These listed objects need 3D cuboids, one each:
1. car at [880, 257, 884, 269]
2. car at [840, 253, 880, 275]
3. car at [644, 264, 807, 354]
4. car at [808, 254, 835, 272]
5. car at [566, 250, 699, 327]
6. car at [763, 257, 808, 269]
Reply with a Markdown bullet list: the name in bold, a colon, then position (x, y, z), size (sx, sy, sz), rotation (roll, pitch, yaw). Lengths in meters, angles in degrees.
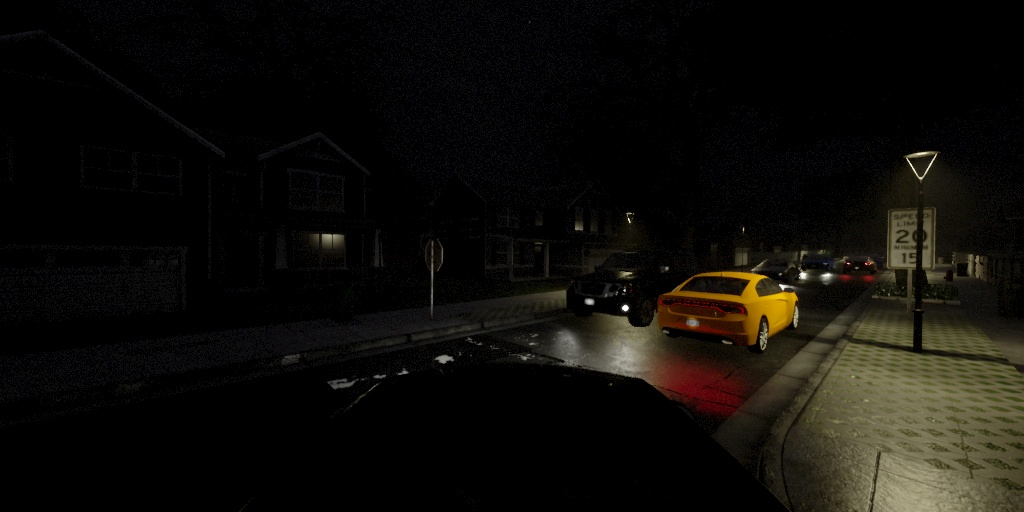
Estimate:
- **car**: position (36.605, 0.478, 36.756), size (5.008, 1.535, 1.882), rotation (-1, 2, -41)
- **car**: position (28.967, 0.710, 29.835), size (4.674, 1.442, 1.812), rotation (-1, 2, -41)
- **car**: position (5.385, 1.125, 8.685), size (5.008, 1.535, 1.882), rotation (-1, 1, -42)
- **car**: position (28.044, 0.602, 32.800), size (5.008, 1.535, 1.882), rotation (-1, 1, -42)
- **car**: position (4.111, 0.820, 11.368), size (5.566, 2.045, 2.150), rotation (-1, 2, -42)
- **car**: position (16.936, 0.910, 22.911), size (5.357, 1.411, 2.033), rotation (-1, 2, -42)
